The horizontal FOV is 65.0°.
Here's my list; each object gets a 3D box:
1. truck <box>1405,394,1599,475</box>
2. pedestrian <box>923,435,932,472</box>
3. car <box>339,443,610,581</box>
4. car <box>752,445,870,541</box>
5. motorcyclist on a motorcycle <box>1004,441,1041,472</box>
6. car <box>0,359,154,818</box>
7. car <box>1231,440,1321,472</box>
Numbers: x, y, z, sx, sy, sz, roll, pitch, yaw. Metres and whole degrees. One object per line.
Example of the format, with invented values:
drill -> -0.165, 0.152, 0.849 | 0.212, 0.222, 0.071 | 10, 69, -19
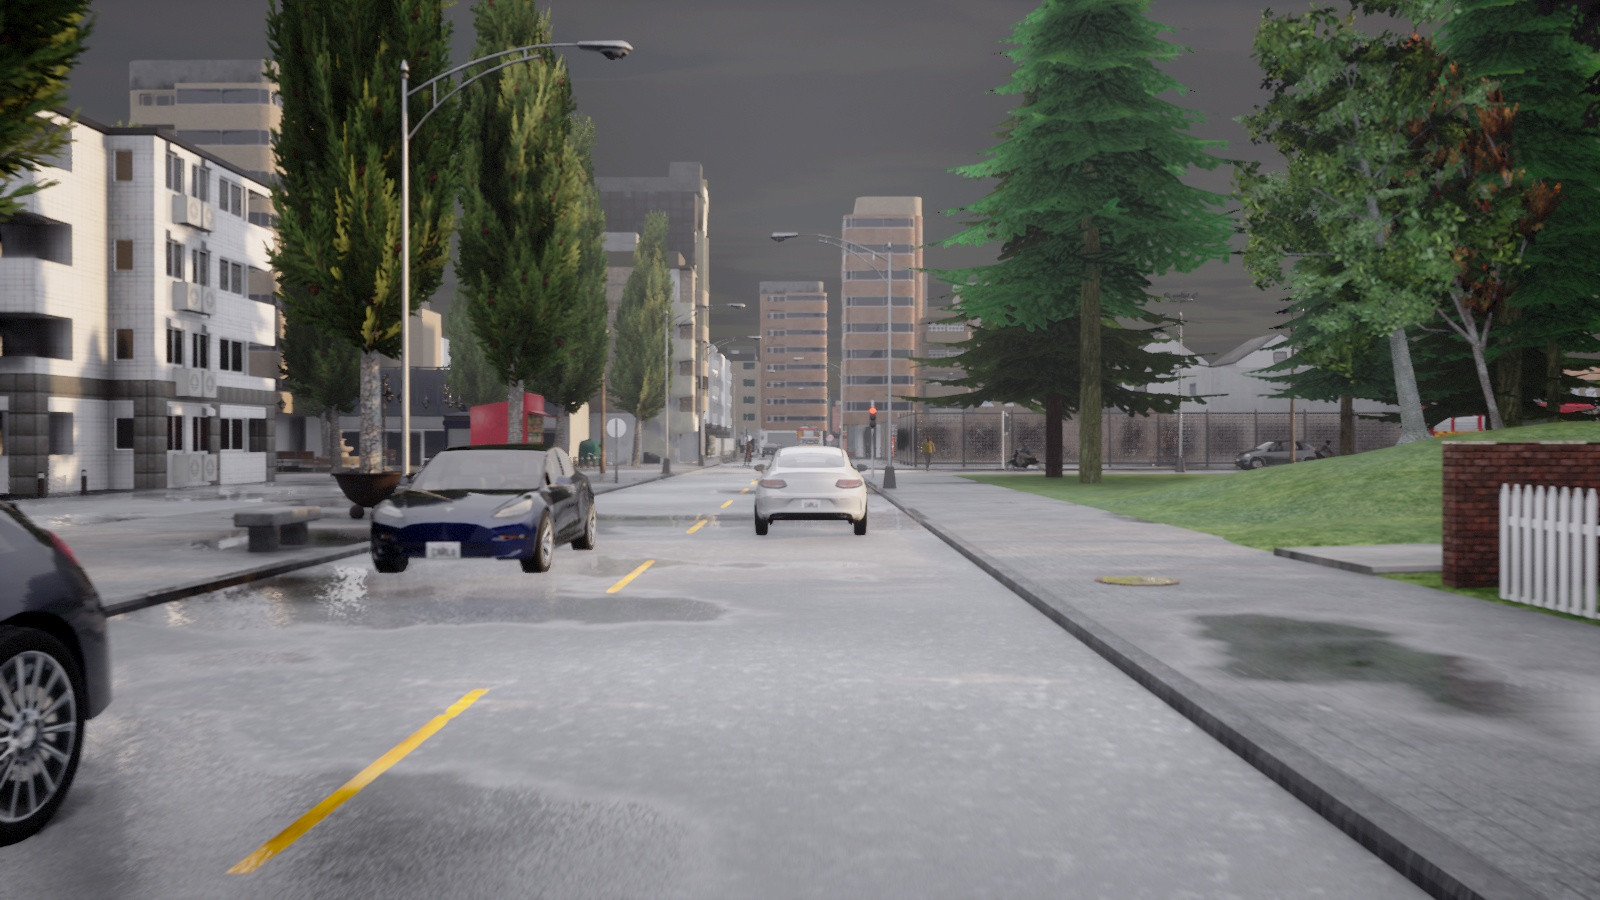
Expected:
truck -> 34.330, -0.734, 61.079 | 8.468, 3.827, 2.891 | 0, 0, -1
pedestrian -> 6.375, 0.151, 62.618 | 0.370, 1.835, 0.726 | 0, 0, -1
car -> -3.863, 0.654, 15.905 | 2.163, 1.488, 4.792 | 0, 0, 0
car -> 0.180, 0.650, 21.619 | 1.812, 1.442, 4.674 | 0, 0, 0
motorcyclist on a motorcycle -> 11.554, 0.342, 65.252 | 1.817, 1.590, 0.866 | 0, 0, 0
car -> -3.959, 0.505, 3.060 | 2.152, 1.651, 5.027 | 0, 0, 0
car -> 24.662, 0.298, 65.164 | 3.988, 1.617, 1.851 | 0, 0, 0
